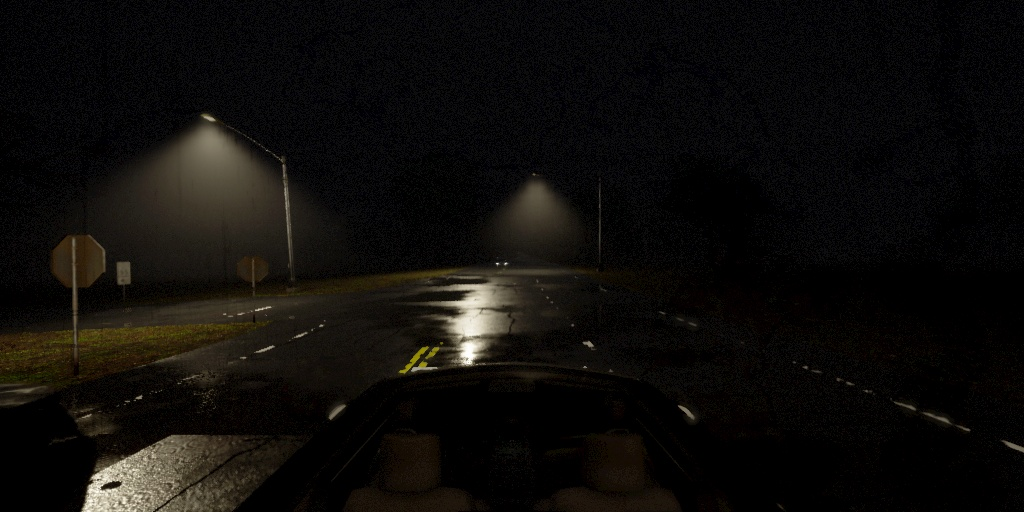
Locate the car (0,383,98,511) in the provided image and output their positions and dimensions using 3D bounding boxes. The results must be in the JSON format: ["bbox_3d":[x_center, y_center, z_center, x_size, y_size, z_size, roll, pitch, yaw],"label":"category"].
[{"bbox_3d":[-3.514,1.256,0.134,1.837,1.490,4.892,0,0,0],"label":"car"}]
